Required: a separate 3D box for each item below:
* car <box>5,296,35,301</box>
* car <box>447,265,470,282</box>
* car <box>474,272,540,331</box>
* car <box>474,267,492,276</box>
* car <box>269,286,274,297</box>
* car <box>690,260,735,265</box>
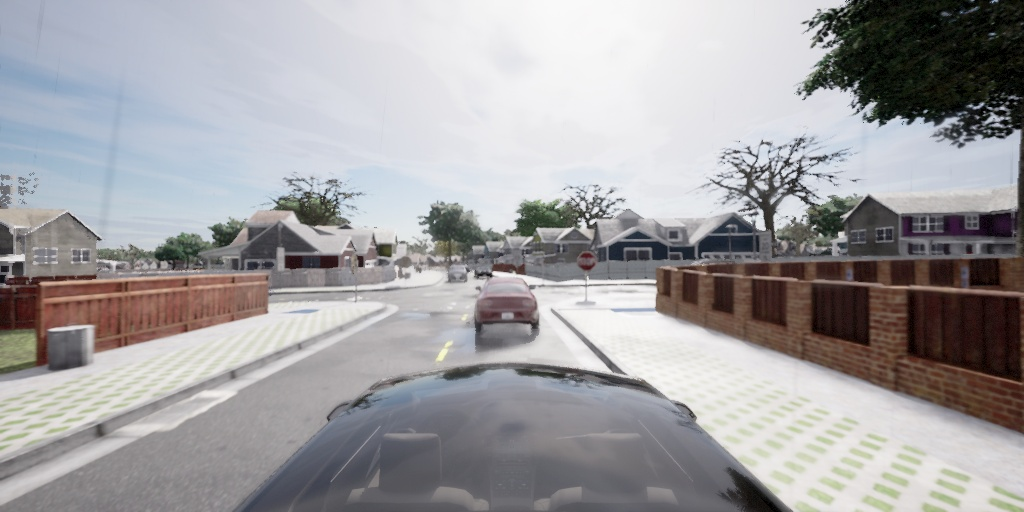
[{"bbox_3d":[-25.307,2.145,17.637,4.718,1.301,1.895,-1,0,-10],"label":"car"},{"bbox_3d":[-5.327,1.746,35.310,2.128,1.511,4.902,0,-1,-8],"label":"car"},{"bbox_3d":[-0.202,1.399,11.467,1.812,1.442,4.674,0,-1,-2],"label":"car"},{"bbox_3d":[-3.530,1.986,43.395,1.895,1.301,4.718,0,-1,-10],"label":"car"},{"bbox_3d":[-15.515,1.925,19.017,4.718,1.301,1.895,-1,0,-7],"label":"car"},{"bbox_3d":[12.035,1.055,22.679,4.553,1.767,2.097,-1,0,4],"label":"car"}]
